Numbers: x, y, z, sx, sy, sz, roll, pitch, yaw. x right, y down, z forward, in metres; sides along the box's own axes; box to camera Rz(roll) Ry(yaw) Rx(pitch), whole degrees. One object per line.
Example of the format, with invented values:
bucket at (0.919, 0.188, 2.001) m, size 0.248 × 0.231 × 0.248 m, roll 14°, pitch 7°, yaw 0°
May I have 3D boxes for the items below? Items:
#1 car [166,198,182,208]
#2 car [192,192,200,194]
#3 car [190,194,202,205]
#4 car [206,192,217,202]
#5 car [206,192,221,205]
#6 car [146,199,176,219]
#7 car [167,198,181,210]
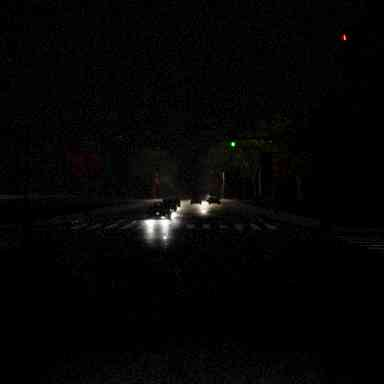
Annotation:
car at (-2.649, 1.584, 50.164) m, size 2.033 × 1.411 × 5.357 m, roll 0°, pitch 0°, yaw 1°
car at (0.795, 1.096, 70.081) m, size 2.150 × 2.045 × 5.566 m, roll 0°, pitch 0°, yaw 0°
car at (0.732, 1.599, 60.043) m, size 1.994 × 1.385 × 4.181 m, roll 0°, pitch 0°, yaw 0°
car at (4.045, 1.091, 70.060) m, size 2.150 × 2.045 × 5.566 m, roll 0°, pitch 0°, yaw 0°
car at (3.981, 1.382, 59.993) m, size 2.097 × 1.767 × 4.553 m, roll 0°, pitch 0°, yaw 0°
car at (-2.796, 1.592, 29.374) m, size 1.994 × 1.385 × 4.181 m, roll 0°, pitch 0°, yaw 1°
car at (-2.737, 1.524, 39.722) m, size 2.128 × 1.511 × 4.902 m, roll 0°, pitch 0°, yaw 0°
